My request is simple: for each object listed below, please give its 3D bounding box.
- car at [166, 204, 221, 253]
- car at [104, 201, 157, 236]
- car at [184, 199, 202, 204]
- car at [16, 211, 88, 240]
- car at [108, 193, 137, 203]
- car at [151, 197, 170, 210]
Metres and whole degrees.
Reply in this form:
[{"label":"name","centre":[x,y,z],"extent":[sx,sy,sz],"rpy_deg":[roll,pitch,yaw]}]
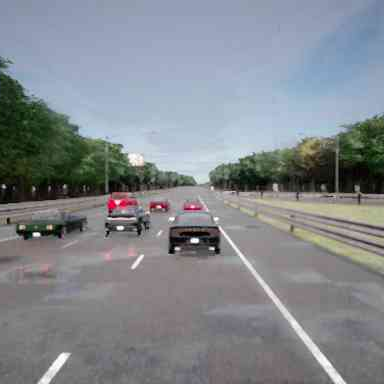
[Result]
[{"label":"car","centre":[0.094,1.481,13.667],"extent":[1.882,1.535,5.008],"rpy_deg":[0,0,0]},{"label":"car","centre":[-3.409,1.480,18.242],"extent":[2.128,1.511,4.902],"rpy_deg":[0,0,0]},{"label":"car","centre":[0.083,1.399,34.941],"extent":[1.994,1.385,4.181],"rpy_deg":[0,1,0]},{"label":"car","centre":[-6.908,1.594,17.012],"extent":[1.895,1.301,4.718],"rpy_deg":[0,0,0]},{"label":"car","centre":[-6.914,1.074,33.571],"extent":[2.150,2.045,5.566],"rpy_deg":[0,1,0]},{"label":"car","centre":[-3.417,1.297,35.970],"extent":[1.882,1.535,5.008],"rpy_deg":[0,1,0]}]
